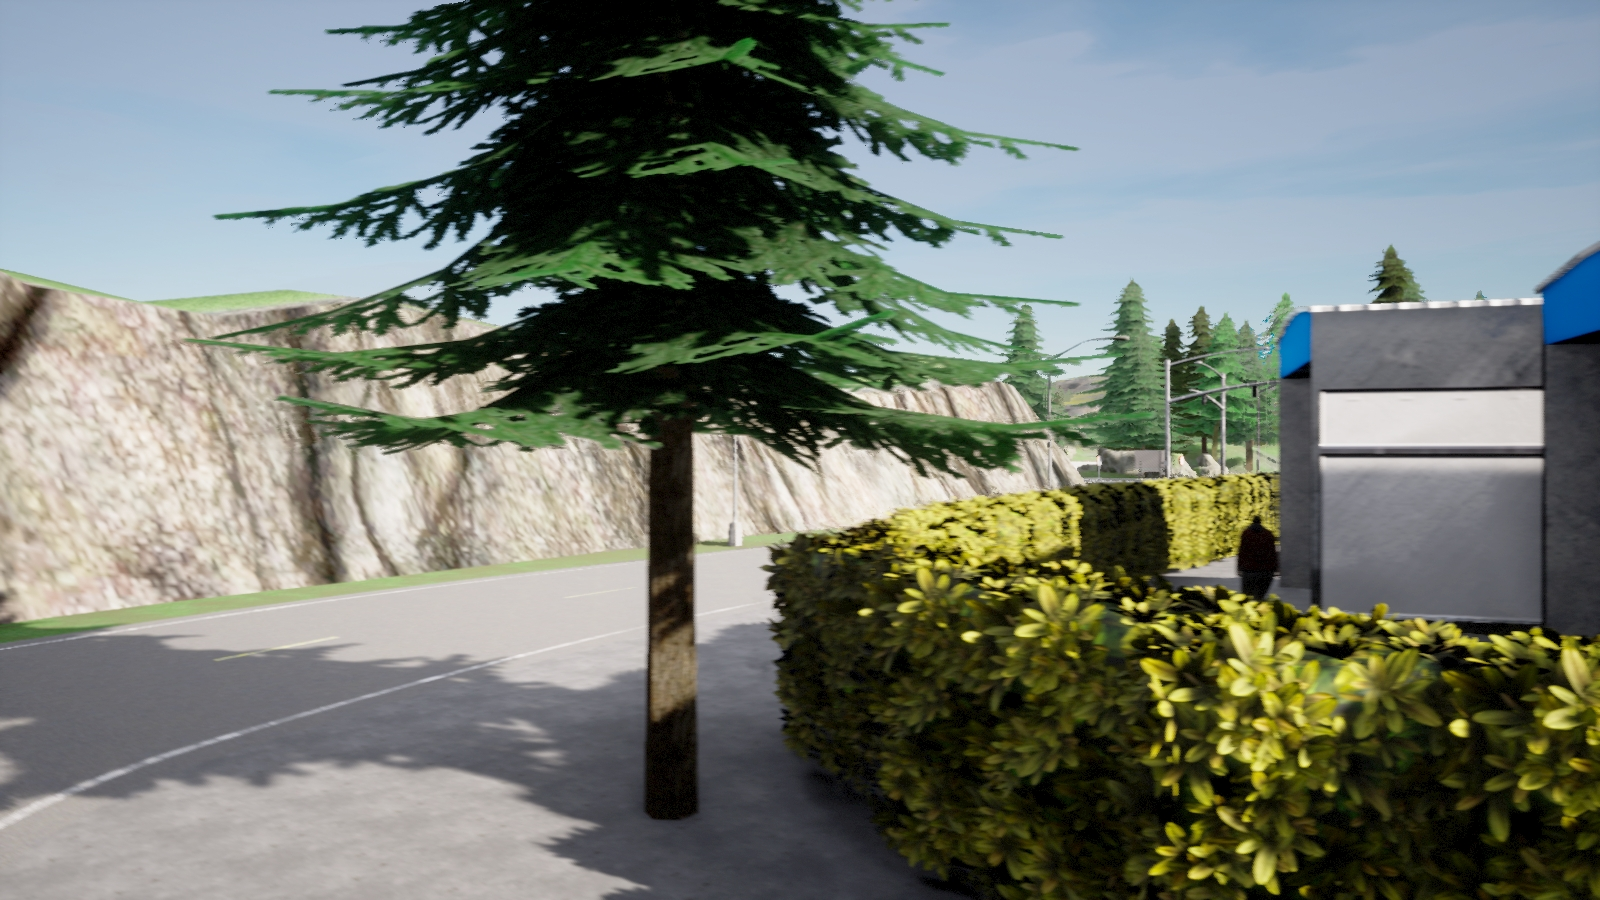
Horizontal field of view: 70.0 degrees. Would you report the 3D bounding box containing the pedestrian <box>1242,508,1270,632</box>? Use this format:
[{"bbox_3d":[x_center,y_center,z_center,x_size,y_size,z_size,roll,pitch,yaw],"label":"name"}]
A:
[{"bbox_3d":[7.055,1.844,17.684,0.375,1.860,0.375,0,0,17],"label":"pedestrian"}]
